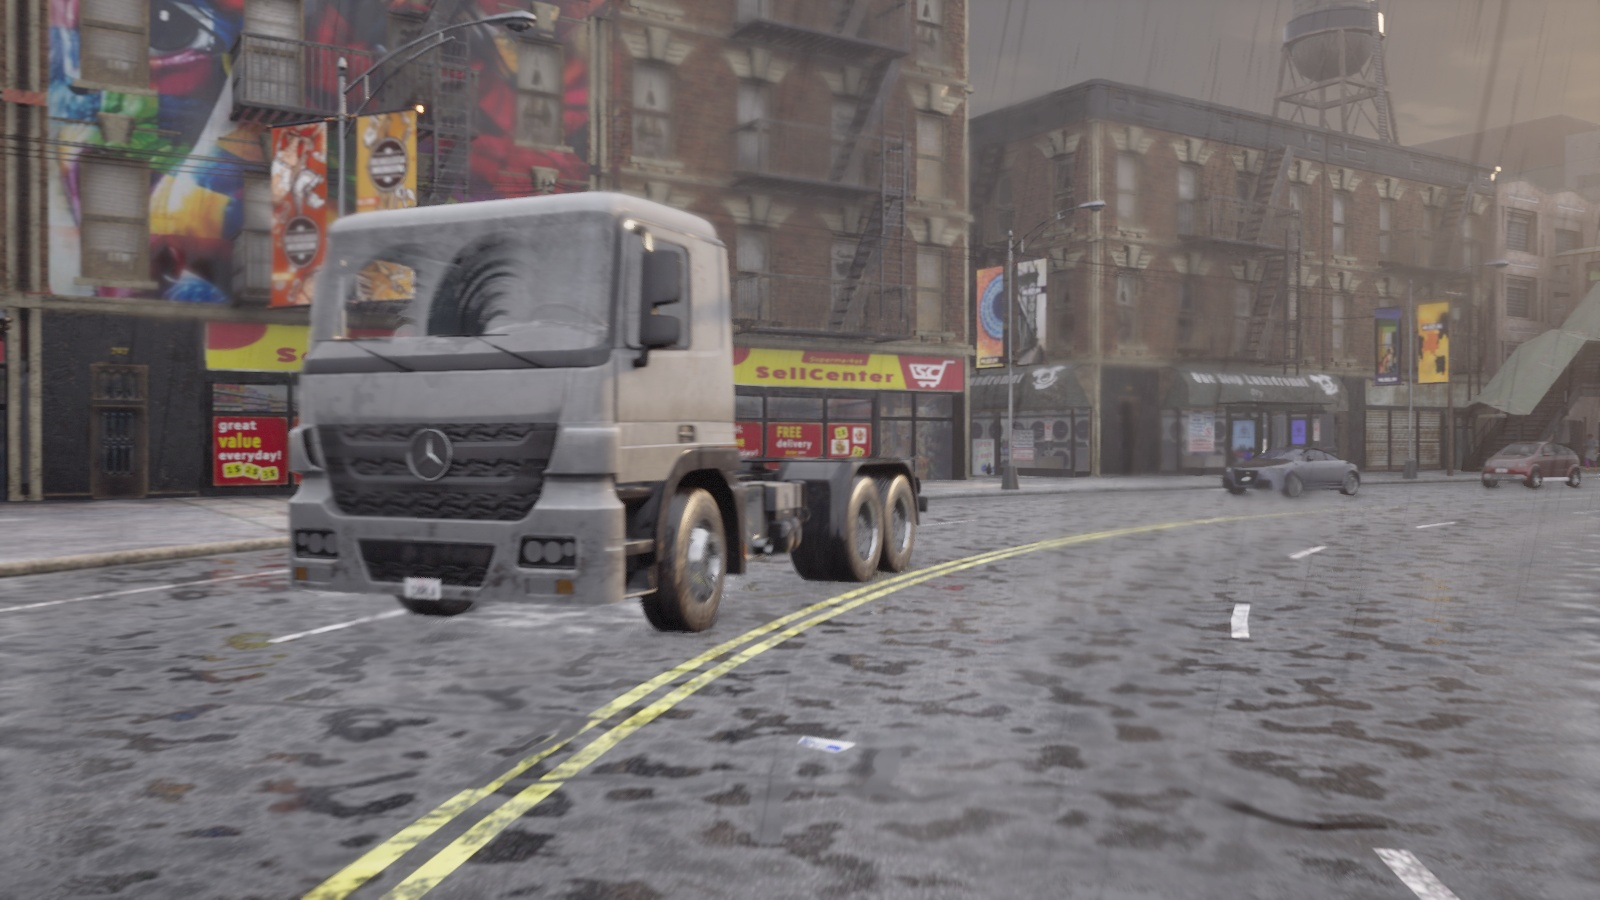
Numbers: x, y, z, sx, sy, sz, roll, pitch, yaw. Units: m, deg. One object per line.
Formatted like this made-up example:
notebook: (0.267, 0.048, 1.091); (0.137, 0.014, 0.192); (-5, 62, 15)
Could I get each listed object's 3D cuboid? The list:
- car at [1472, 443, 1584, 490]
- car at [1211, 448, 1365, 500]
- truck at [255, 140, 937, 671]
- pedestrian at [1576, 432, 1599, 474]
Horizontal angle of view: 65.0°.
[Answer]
car: (24.607, 0.529, 42.429); (3.705, 1.549, 1.789); (0, 0, -33)
car: (13.811, 0.634, 35.489); (4.181, 1.385, 1.994); (0, 0, -33)
truck: (-1.172, -0.308, 12.407); (2.891, 3.462, 7.936); (0, 0, 23)
pedestrian: (37.244, 0.135, 59.346); (0.873, 1.952, 0.659); (0, 0, -30)
